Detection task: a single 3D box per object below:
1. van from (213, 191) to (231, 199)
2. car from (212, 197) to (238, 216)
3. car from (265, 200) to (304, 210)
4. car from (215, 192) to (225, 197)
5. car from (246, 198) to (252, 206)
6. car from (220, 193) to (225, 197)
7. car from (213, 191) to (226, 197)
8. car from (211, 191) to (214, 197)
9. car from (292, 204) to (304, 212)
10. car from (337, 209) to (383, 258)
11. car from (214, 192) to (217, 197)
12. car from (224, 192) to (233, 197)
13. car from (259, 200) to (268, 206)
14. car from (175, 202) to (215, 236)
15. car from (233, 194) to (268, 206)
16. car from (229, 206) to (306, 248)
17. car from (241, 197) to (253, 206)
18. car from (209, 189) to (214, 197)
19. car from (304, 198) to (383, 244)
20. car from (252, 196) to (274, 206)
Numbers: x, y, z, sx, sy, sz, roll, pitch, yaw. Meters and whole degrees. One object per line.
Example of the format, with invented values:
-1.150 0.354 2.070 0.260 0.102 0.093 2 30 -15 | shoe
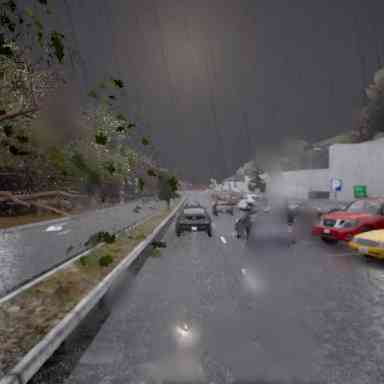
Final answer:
7.964 0.881 89.328 4.442 1.987 1.878 1 1 -20 | van
3.099 1.599 34.472 2.128 1.511 4.902 0 0 0 | car
8.063 1.564 23.418 5.008 1.535 2.097 1 -1 -20 | car
8.044 1.334 71.445 4.792 1.488 2.163 1 1 -20 | car
8.072 1.636 32.418 4.674 1.452 2.002 1 0 -20 | car
8.044 1.465 59.440 4.792 1.488 2.163 1 1 -20 | car
8.042 1.113 77.434 4.553 1.767 2.185 1 0 -20 | car
8.063 1.174 83.409 4.892 1.521 2.231 1 0 -20 | car
8.044 1.562 17.401 4.792 1.488 2.163 1 0 -20 | car
7.896 1.502 11.346 5.366 1.575 1.946 1 0 -20 | car
8.065 1.311 74.463 4.674 1.452 2.002 1 0 -20 | car
8.047 1.301 47.422 5.566 2.045 2.435 1 1 -20 | car
8.072 1.617 26.418 4.674 1.452 2.002 1 0 -20 | car
0.099 1.558 18.781 1.837 1.490 4.892 0 0 0 | car
8.098 1.339 38.441 5.566 2.045 2.435 1 0 -20 | car
3.100 1.584 14.994 2.033 1.411 5.357 0 0 0 | car
8.096 1.623 35.442 4.792 1.488 2.163 1 0 -20 | car
8.048 0.889 86.375 5.566 2.045 2.435 1 1 -20 | car
8.049 1.269 14.398 5.566 2.045 2.435 1 0 -20 | car
8.102 1.461 29.429 4.553 1.767 2.185 1 0 -20 | car
